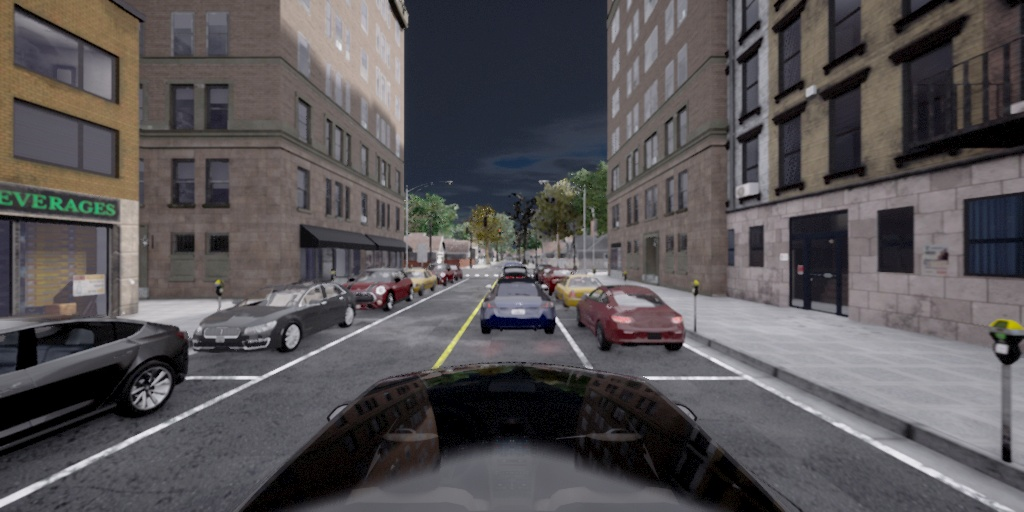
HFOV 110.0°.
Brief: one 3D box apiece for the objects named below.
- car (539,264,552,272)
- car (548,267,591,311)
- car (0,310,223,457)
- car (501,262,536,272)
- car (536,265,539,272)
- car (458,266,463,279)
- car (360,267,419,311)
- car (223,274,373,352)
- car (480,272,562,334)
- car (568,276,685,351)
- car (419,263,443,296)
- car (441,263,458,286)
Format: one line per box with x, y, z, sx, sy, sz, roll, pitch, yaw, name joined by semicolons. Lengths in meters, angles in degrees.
2.719;1.334;19.781;1.888;1.381;4.507;0;0;0;car
2.692;1.301;14.433;1.751;1.417;4.829;0;0;0;car
-5.389;1.320;3.264;1.948;1.339;4.313;0;0;0;car
0.185;1.296;20.706;1.837;1.490;4.892;0;0;0;car
2.747;1.384;25.299;1.802;1.307;4.207;0;0;0;car
-5.250;1.399;30.857;1.802;1.307;4.207;0;0;0;car
-5.333;1.217;14.300;1.967;1.591;4.097;0;0;0;car
-5.361;1.315;8.782;2.007;1.370;4.403;0;0;0;car
0.142;1.332;10.721;1.994;1.385;4.181;0;0;0;car
2.664;1.345;8.745;1.802;1.307;4.207;0;0;0;car
-5.307;1.316;19.649;1.751;1.417;4.829;0;0;0;car
-5.278;1.244;25.338;1.967;1.591;4.097;0;0;0;car
